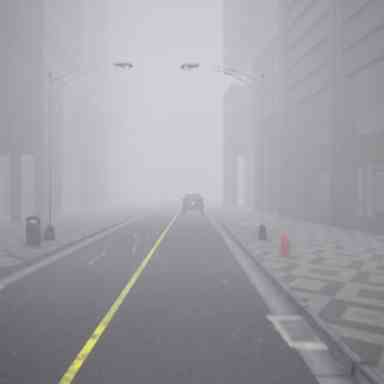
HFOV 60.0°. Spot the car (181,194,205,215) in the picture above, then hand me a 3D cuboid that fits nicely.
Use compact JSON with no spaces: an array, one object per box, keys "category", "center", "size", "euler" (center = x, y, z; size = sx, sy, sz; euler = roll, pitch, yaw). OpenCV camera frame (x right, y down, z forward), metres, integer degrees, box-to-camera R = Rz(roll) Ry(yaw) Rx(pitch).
[{"category":"car","center":[0.098,1.202,34.060],"size":[2.150,2.045,5.566],"euler":[0,0,0]}]
